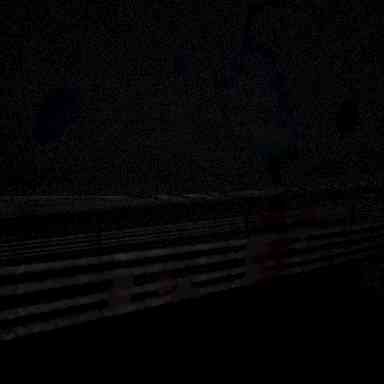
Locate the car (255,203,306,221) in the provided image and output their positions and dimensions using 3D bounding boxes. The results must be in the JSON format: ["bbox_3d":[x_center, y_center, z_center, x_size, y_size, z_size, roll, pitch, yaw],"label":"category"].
[{"bbox_3d":[8.172,1.757,30.613,5.008,1.535,1.882,-4,2,-23],"label":"car"}]

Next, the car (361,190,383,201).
[{"bbox_3d":[25.530,0.413,45.419,4.718,1.301,1.895,-4,2,-23],"label":"car"}]
